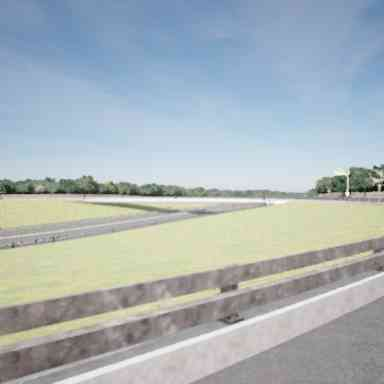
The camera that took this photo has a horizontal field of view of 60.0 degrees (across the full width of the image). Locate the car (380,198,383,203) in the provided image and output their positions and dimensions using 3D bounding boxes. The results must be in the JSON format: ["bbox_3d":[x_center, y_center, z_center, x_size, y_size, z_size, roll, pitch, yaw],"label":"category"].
[{"bbox_3d":[42.673,1.911,72.627,1.837,1.490,4.892,0,-1,5],"label":"car"}]
